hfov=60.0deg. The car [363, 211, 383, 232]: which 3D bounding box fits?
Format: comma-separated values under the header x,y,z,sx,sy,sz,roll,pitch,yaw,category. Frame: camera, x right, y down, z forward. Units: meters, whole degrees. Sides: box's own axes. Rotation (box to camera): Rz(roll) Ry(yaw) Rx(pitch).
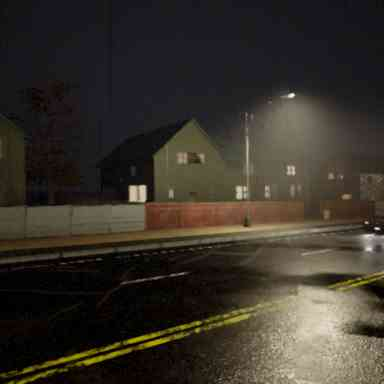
x,y,z,sx,sy,sz,roll,pitch,yaw,category
12.966,1.772,20.950,5.357,1.411,2.033,1,0,-35,car
